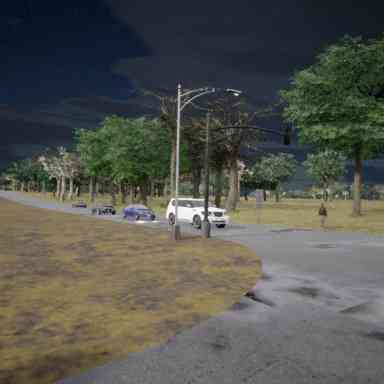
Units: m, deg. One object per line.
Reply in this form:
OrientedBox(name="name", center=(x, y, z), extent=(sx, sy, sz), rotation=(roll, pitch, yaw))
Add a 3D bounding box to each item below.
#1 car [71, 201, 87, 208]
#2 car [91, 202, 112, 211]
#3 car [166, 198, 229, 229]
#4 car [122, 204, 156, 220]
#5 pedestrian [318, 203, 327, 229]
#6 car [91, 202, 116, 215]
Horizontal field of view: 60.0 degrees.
OrientedBox(name="car", center=(-21.372, 2.308, 62.784), extent=(1.994, 1.385, 4.181), rotation=(3, -2, -34))
OrientedBox(name="car", center=(-14.169, 2.230, 51.983), extent=(1.994, 1.385, 4.181), rotation=(3, -2, -34))
OrientedBox(name="car", center=(0.232, 1.458, 23.755), extent=(2.150, 2.045, 5.566), rotation=(3, -2, -34))
OrientedBox(name="car", center=(-5.209, 1.882, 31.922), extent=(1.812, 1.442, 4.674), rotation=(3, -2, -34))
OrientedBox(name="pedestrian", center=(9.312, 1.716, 23.832), extent=(0.375, 1.860, 0.375), rotation=(1, -1, -34))
OrientedBox(name="car", center=(-10.780, 2.012, 40.254), extent=(1.994, 1.385, 4.181), rotation=(3, -2, -34))
